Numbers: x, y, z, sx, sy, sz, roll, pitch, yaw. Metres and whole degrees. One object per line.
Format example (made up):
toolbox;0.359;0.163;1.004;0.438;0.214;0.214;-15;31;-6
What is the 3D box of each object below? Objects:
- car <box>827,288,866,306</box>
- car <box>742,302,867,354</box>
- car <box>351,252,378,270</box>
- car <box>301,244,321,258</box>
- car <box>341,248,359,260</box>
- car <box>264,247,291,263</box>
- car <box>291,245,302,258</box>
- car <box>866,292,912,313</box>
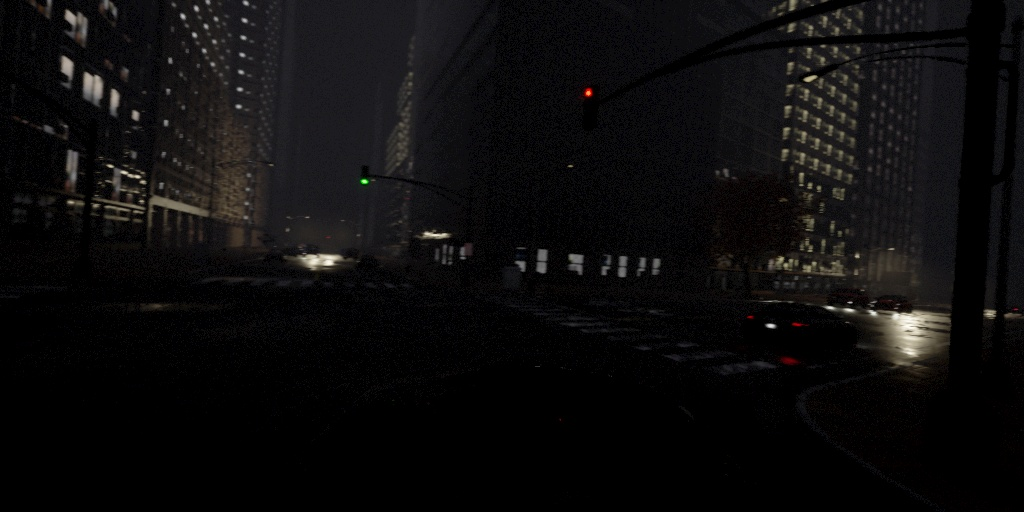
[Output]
car;36.383;4.491;38.754;5.566;2.045;2.150;5;-1;-30
car;9.767;2.300;12.128;4.181;1.385;1.994;5;-1;-30
car;-14.101;0.550;34.711;1.948;1.339;4.313;0;0;-28
car;-30.682;-0.822;55.065;2.150;2.045;5.566;4;0;-28
car;-24.363;-0.298;54.285;2.192;1.841;5.009;0;0;-28
car;-23.667;-0.064;35.938;1.802;1.307;4.207;0;0;-28
car;-31.332;-0.527;50.637;1.948;1.339;4.313;0;0;-28
car;38.046;4.723;35.968;4.553;1.767;2.097;5;-1;-30
